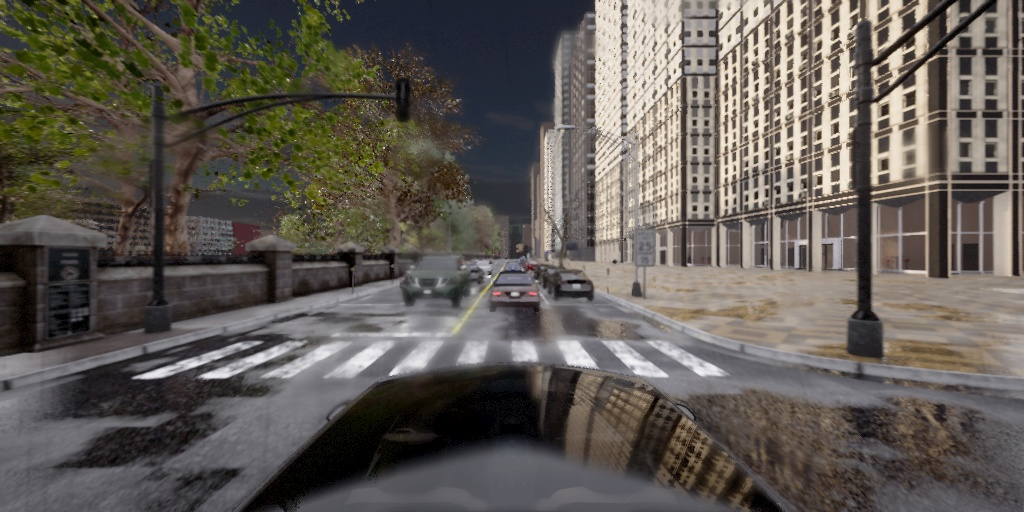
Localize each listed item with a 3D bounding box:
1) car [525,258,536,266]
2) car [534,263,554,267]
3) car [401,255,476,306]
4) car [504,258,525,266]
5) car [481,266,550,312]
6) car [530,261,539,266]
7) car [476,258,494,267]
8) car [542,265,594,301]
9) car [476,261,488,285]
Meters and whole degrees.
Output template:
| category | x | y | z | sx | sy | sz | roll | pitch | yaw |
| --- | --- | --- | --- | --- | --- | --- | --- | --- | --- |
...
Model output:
| category | x | y | z | sx | sy | sz | roll | pitch | yaw |
| --- | --- | --- | --- | --- | --- | --- | --- | --- | --- |
| car | 2.695 | 1.257 | 45.185 | 1.888 | 1.381 | 4.507 | 0 | 0 | 0 |
| car | 2.691 | 1.293 | 22.655 | 1.948 | 1.339 | 4.313 | 0 | 0 | 0 |
| car | -3.093 | 0.955 | 15.906 | 2.150 | 2.045 | 5.566 | 0 | 0 | 0 |
| car | 0.104 | 1.262 | 39.297 | 2.033 | 1.411 | 5.357 | 0 | 0 | 0 |
| car | 0.102 | 1.283 | 14.139 | 2.033 | 1.411 | 5.357 | 0 | 0 | 0 |
| car | 2.692 | 1.288 | 28.288 | 1.948 | 1.339 | 4.313 | 0 | 0 | 0 |
| car | -3.058 | 1.241 | 37.970 | 1.812 | 1.442 | 4.674 | 0 | 0 | 0 |
| car | 2.690 | 1.299 | 17.022 | 1.948 | 1.339 | 4.313 | 0 | 0 | 0 |
| car | -3.078 | 1.288 | 25.885 | 1.994 | 1.385 | 4.181 | 0 | 0 | 0 |
